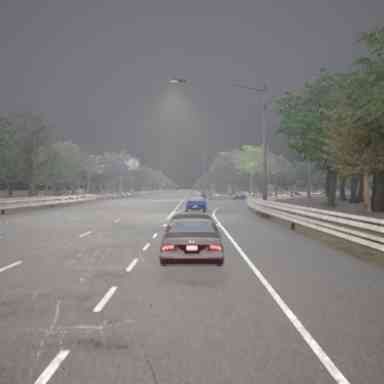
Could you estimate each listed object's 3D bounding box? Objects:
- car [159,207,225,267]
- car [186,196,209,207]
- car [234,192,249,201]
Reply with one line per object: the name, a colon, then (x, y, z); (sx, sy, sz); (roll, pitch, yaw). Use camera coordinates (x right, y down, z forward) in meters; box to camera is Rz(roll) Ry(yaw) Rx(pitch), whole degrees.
car: (-0.007, 1.432, 10.878); (2.033, 1.411, 5.357); (0, 1, 0)
car: (0.580, 1.149, 32.897); (1.882, 1.535, 5.008); (0, 0, 6)
car: (9.619, 0.683, 62.940); (2.097, 1.767, 4.553); (0, 1, 27)
